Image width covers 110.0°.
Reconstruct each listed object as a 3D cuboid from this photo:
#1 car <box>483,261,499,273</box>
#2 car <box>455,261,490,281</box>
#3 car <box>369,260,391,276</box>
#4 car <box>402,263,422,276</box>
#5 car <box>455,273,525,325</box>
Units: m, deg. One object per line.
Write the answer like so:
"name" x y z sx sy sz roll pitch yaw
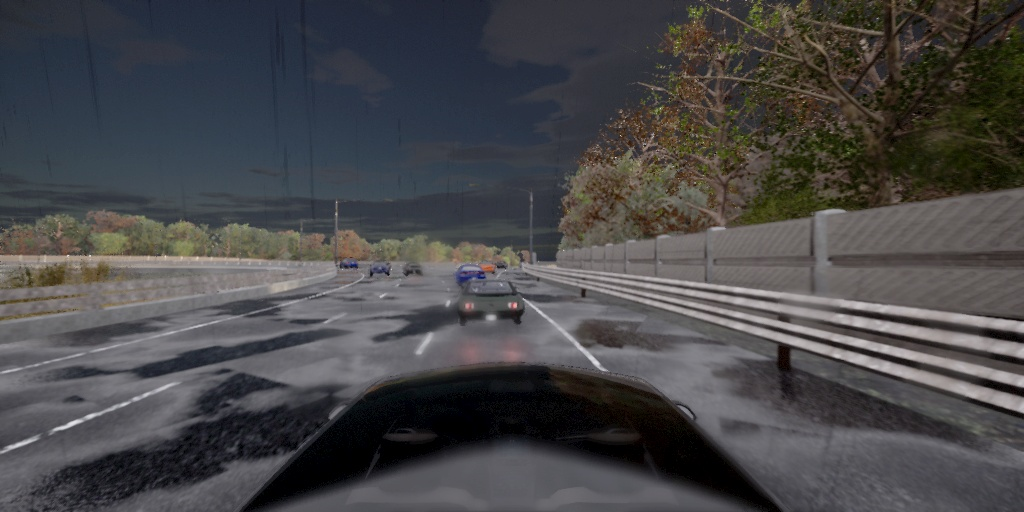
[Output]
"car" -3.218 1.386 47.558 2.097 1.767 4.553 0 0 1
"car" -3.157 1.385 26.668 1.882 1.535 5.008 0 0 -12
"car" -15.903 1.380 42.857 2.097 1.767 4.553 0 0 -23
"car" -11.608 1.518 41.728 1.837 1.490 4.892 0 0 -22
"car" -0.772 1.416 12.086 1.895 1.301 4.718 0 0 -5
